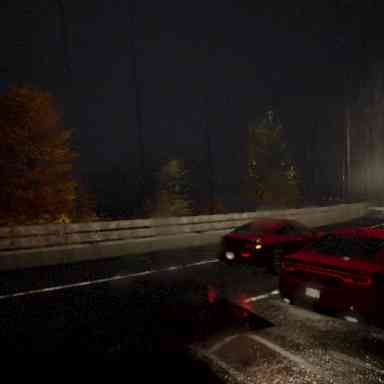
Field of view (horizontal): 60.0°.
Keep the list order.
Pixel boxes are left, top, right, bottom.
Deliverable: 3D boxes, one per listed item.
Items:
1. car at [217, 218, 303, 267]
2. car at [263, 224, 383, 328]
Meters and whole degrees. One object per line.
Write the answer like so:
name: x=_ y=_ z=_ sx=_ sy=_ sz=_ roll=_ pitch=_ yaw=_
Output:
car: x=2.819 y=1.574 z=10.657 sx=4.674 sy=1.442 sz=1.812 roll=0 pitch=0 yaw=-40
car: x=3.908 y=1.502 z=7.012 sx=5.008 sy=1.535 sz=1.882 roll=0 pitch=0 yaw=-39
